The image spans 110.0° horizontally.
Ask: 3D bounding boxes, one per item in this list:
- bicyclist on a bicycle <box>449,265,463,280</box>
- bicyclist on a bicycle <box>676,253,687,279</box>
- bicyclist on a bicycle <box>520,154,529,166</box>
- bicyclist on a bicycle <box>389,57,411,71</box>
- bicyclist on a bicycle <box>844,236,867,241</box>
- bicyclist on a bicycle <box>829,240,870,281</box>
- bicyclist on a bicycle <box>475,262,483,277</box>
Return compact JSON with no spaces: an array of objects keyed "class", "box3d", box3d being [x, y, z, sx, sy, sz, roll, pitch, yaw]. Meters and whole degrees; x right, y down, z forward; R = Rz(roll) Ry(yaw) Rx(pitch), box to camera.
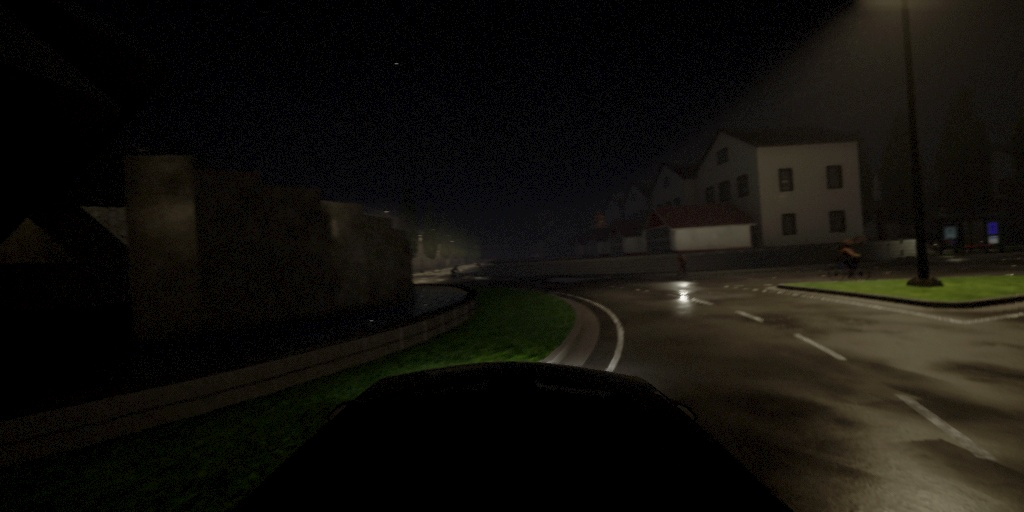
[{"class":"bicyclist on a bicycle","box3d":[-6.080,1.787,38.707,1.656,1.620,0.582,-3,0,6]},{"class":"bicyclist on a bicycle","box3d":[10.634,0.641,22.470,0.582,1.620,1.656,-4,-1,42]},{"class":"bicyclist on a bicycle","box3d":[1.396,-10.958,40.303,0.582,1.656,1.620,24,-21,-22]},{"class":"bicyclist on a bicycle","box3d":[-9.363,-16.142,29.957,1.620,1.656,0.582,18,-33,-14]},{"class":"bicyclist on a bicycle","box3d":[17.194,-0.653,18.140,1.620,0.582,1.656,-14,-12,-20]},{"class":"bicyclist on a bicycle","box3d":[14.374,0.309,15.372,0.582,1.620,1.656,-1,-4,-9]},{"class":"bicyclist on a bicycle","box3d":[-3.717,1.490,39.520,0.582,1.620,1.656,-3,-1,-34]}]
